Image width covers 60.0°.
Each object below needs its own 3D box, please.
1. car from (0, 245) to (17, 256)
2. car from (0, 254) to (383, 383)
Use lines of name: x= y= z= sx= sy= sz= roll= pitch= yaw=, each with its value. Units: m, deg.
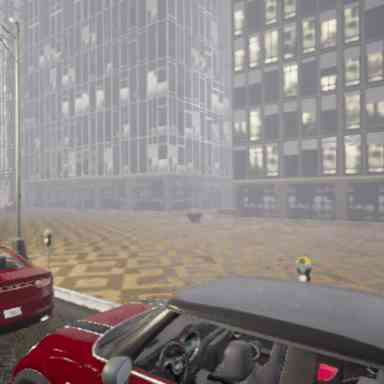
car: x=-4.314 y=1.554 z=5.957 sx=4.507 sy=1.381 sz=1.887 roll=0 pitch=-1 yaw=35
car: x=0.318 y=1.442 z=2.654 sx=4.097 sy=1.590 sz=1.967 roll=0 pitch=-1 yaw=35
